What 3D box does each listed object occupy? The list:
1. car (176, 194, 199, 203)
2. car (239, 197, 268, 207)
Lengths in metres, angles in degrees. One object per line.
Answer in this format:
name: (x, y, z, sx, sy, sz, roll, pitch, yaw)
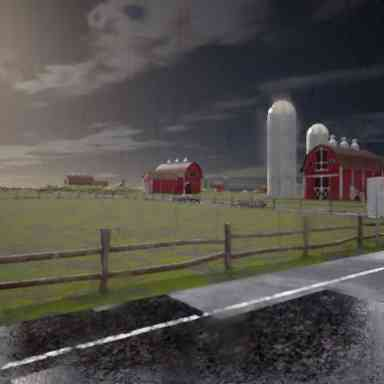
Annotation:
car: (-0.814, 1.096, 59.115, 2.033, 1.411, 5.357, 0, 1, -35)
car: (8.511, 1.370, 46.150, 1.994, 1.385, 4.181, 0, 1, -36)
